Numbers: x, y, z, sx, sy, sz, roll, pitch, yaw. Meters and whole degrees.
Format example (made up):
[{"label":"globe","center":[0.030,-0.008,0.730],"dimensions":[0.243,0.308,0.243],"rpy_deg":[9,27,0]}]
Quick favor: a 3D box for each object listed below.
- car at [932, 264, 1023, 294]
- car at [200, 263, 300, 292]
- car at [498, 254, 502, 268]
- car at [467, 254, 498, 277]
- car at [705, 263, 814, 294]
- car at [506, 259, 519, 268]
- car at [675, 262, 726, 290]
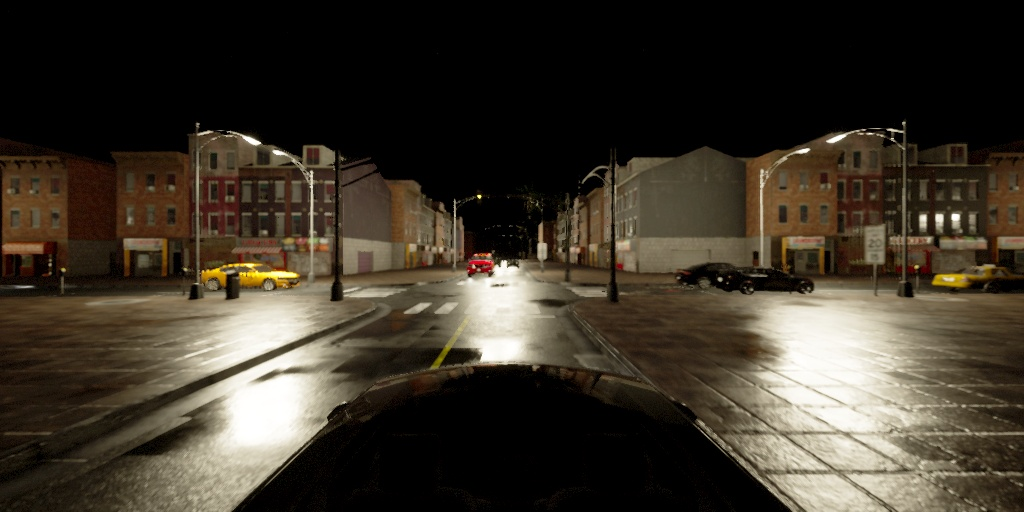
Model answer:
[{"label":"car","center":[23.852,1.109,17.697],"dimensions":[4.829,1.417,1.751],"rpy_deg":[0,0,0]},{"label":"car","center":[-14.686,1.174,20.275],"dimensions":[5.008,1.535,1.882],"rpy_deg":[0,0,2]},{"label":"car","center":[-2.740,0.728,53.865],"dimensions":[2.150,2.045,5.566],"rpy_deg":[0,0,0]},{"label":"car","center":[-2.817,0.811,33.511],"dimensions":[2.150,2.045,5.566],"rpy_deg":[0,1,1]},{"label":"car","center":[12.362,1.182,17.721],"dimensions":[4.313,1.339,1.948],"rpy_deg":[0,0,0]},{"label":"car","center":[0.123,1.101,54.832],"dimensions":[1.895,1.301,4.718],"rpy_deg":[0,0,0]},{"label":"car","center":[12.008,1.089,20.482],"dimensions":[5.008,1.535,1.882],"rpy_deg":[0,0,2]}]
